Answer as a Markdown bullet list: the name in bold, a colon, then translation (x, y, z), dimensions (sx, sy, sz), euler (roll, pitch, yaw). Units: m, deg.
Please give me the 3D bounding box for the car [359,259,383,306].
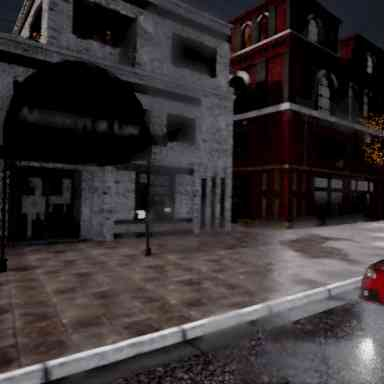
- **car**: translation (5.397, 1.678, 7.081), dimensions (4.181, 1.385, 1.994), euler (1, -1, -37)
